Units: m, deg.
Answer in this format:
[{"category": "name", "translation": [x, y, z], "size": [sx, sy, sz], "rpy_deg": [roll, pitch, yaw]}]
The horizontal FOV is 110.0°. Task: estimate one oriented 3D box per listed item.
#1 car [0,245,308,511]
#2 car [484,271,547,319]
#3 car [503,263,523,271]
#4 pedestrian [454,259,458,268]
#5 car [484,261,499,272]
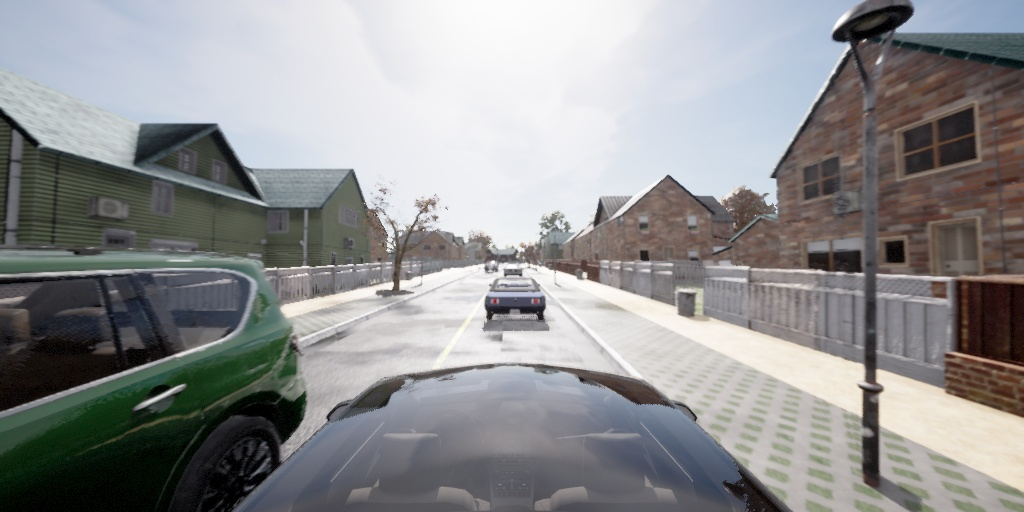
[{"category": "car", "translation": [-2.850, 0.969, 0.836], "size": [2.150, 2.045, 5.566], "rpy_deg": [0, 0, 0]}, {"category": "car", "translation": [0.100, 1.378, 12.858], "size": [1.895, 1.301, 4.718], "rpy_deg": [0, 0, 0]}, {"category": "car", "translation": [0.106, 1.394, 33.770], "size": [2.033, 1.411, 5.357], "rpy_deg": [0, 0, 0]}, {"category": "pedestrian", "translation": [-9.900, 1.436, 63.680], "size": [0.375, 1.860, 0.375], "rpy_deg": [0, -2, 5]}, {"category": "car", "translation": [-2.745, 1.414, 48.999], "size": [2.128, 1.511, 4.902], "rpy_deg": [0, 0, 0]}]
